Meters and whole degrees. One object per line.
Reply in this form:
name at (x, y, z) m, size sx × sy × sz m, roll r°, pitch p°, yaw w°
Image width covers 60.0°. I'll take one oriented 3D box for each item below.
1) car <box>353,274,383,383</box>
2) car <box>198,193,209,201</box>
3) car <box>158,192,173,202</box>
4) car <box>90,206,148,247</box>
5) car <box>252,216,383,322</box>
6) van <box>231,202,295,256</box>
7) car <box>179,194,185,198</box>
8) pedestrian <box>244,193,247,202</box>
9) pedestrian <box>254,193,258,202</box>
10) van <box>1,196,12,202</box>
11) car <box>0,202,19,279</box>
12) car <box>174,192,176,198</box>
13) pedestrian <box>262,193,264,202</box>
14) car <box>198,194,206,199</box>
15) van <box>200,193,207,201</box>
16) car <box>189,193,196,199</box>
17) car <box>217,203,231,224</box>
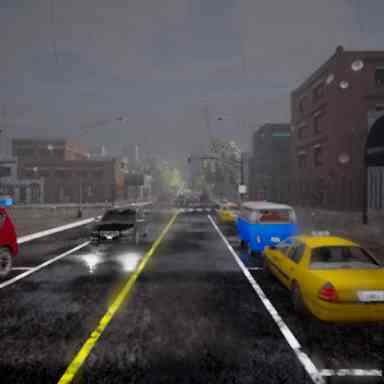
car at (2.688, 1.576, 1.529) m, size 1.802 × 1.307 × 4.206 m, roll -1°, pitch 0°, yaw 0°
car at (2.695, 1.039, 72.859) m, size 2.192 × 1.841 × 5.009 m, roll -1°, pitch 0°, yaw 0°
car at (-5.686, 1.060, 67.316) m, size 2.192 × 1.841 × 5.009 m, roll -1°, pitch 0°, yaw 0°
car at (-3.097, 1.448, 14.898) m, size 1.837 × 1.490 × 4.892 m, roll 0°, pitch 0°, yaw 0°
car at (2.688, 1.498, 7.247) m, size 1.752 × 1.417 × 4.829 m, roll -1°, pitch 0°, yaw 0°
van at (2.687, 1.294, 12.625) m, size 1.690 × 1.788 × 3.998 m, roll -1°, pitch 0°, yaw 0°
car at (-2.988, 1.131, 95.431) m, size 1.994 × 1.385 × 4.181 m, roll 0°, pitch 0°, yaw 0°
pedestrian at (6.140, 0.998, 38.399) m, size 0.375 × 1.860 × 0.375 m, roll -1°, pitch 1°, yaw 0°
pedestrian at (7.140, 0.995, 37.199) m, size 0.375 × 1.860 × 0.375 m, roll -1°, pitch 1°, yaw 0°
van at (-30.302, 1.514, 51.983) m, size 3.998 × 1.788 × 1.690 m, roll -1°, pitch 2°, yaw -1°
car at (-5.694, 1.288, 7.075) m, size 2.192 × 1.841 × 5.009 m, roll -1°, pitch 0°, yaw 0°
car at (-5.684, 0.975, 89.492) m, size 2.192 × 1.841 × 5.009 m, roll -1°, pitch 0°, yaw 0°
pedestrian at (8.140, 0.980, 37.798) m, size 0.375 × 1.860 × 0.375 m, roll -1°, pitch 1°, yaw 0°
car at (2.700, 1.211, 89.492) m, size 2.008 × 1.369 × 4.403 m, roll -1°, pitch 0°, yaw 0°
van at (2.696, 1.044, 78.403) m, size 1.690 × 1.788 × 3.998 m, roll -1°, pitch 0°, yaw 0°
car at (0.010, 1.104, 89.552) m, size 2.128 × 1.511 × 4.902 m, roll 0°, pitch 0°, yaw 0°
car at (2.690, 1.436, 23.892) m, size 1.752 × 1.417 × 4.829 m, roll -1°, pitch 0°, yaw 0°
